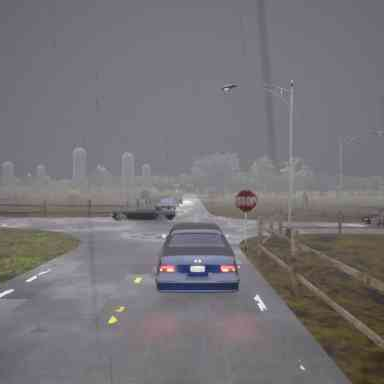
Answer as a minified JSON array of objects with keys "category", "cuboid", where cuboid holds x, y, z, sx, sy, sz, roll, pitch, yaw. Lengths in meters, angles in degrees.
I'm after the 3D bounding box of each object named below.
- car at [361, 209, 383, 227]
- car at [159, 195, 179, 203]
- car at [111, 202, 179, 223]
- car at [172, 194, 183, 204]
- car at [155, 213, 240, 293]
[{"category":"car","cuboid":[14.872,1.852,24.604,4.181,1.385,1.994,1,1,-1]},{"category":"car","cuboid":[-2.808,1.446,38.844,1.882,1.535,5.008,0,0,-1]},{"category":"car","cuboid":[-3.503,1.569,24.524,4.718,1.301,1.895,1,0,-1]},{"category":"car","cuboid":[-2.846,1.442,49.278,2.128,1.511,4.902,0,0,0]},{"category":"car","cuboid":[0.103,1.543,8.988,2.033,1.411,5.357,0,0,0]}]
